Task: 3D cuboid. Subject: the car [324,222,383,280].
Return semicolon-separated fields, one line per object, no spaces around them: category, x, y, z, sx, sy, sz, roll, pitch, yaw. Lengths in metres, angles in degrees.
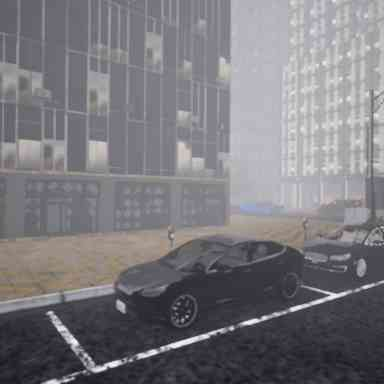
car;5.070;1.644;10.175;4.403;1.369;2.008;1;0;-35

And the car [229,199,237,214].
car;3.807;1.764;40.876;2.192;1.841;5.009;0;-1;-36

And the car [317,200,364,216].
car;16.731;1.789;37.457;2.192;1.841;5.009;0;-1;-36

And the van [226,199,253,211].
van;7.180;1.918;50.428;1.690;1.788;3.998;0;-1;-36

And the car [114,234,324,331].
car;0.563;1.607;6.960;4.313;1.339;1.947;1;0;-35

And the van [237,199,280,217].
van;7.185;1.753;36.289;1.690;1.788;3.998;0;-1;-36

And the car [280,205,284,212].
car;10.558;2.092;45.838;2.008;1.369;4.403;0;-1;-36
